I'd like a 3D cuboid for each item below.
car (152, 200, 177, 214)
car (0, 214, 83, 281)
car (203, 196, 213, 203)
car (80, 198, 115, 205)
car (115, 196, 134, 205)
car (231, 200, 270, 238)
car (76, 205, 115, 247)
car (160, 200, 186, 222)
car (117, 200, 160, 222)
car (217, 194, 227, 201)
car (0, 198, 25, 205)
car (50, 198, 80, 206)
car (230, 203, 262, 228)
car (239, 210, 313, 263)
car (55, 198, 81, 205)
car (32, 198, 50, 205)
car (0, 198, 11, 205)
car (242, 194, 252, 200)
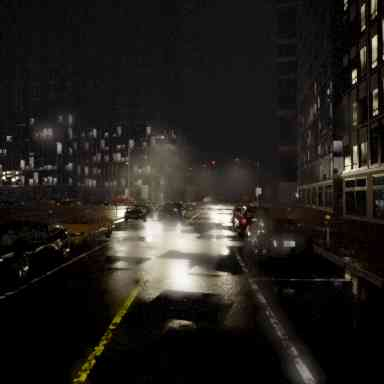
[{"bbox_3d":[-3.000,1.594,37.165,2.008,1.369,4.403,1,0,7],"label":"car"},{"bbox_3d":[-5.121,1.574,9.985,1.947,1.339,4.313,1,0,2],"label":"car"},{"bbox_3d":[3.567,1.674,73.822,1.752,1.417,4.829,1,0,14],"label":"car"},{"bbox_3d":[-15.257,1.674,53.864,4.313,1.339,1.947,0,-1,15],"label":"car"},{"bbox_3d":[-13.181,1.574,61.468,5.009,1.841,2.192,0,-1,15],"label":"car"},{"bbox_3d":[3.267,1.448,17.598,1.967,1.590,4.097,1,0,4],"label":"car"},{"bbox_3d":[-4.892,1.540,15.308,1.752,1.417,4.829,1,0,3],"label":"car"},{"bbox_3d":[-1.536,1.530,26.772,1.837,1.490,4.892,0,0,5],"label":"car"},{"bbox_3d":[-4.126,1.578,26.408,2.008,1.369,4.403,1,0,5],"label":"car"},{"bbox_3d":[8.124,1.529,89.912,2.192,1.841,5.009,1,0,16],"label":"car"},{"bbox_3d":[-31.436,1.766,58.300,4.403,1.369,2.008,0,-1,15],"label":"car"},{"bbox_3d":[-20.650,1.695,55.342,4.403,1.369,2.008,0,-1,15],"label":"car"},{"bbox_3d":[3.655,1.556,23.227,1.887,1.381,4.507,1,0,5],"label":"car"},{"bbox_3d":[2.976,1.570,11.918,1.947,1.339,4.313,1,0,2],"label":"car"},{"bbox_3d":[-23.971,1.882,64.423,4.403,1.369,2.008,0,-1,15],"label":"car"},{"bbox_3d":[-29.530,1.893,65.947,4.829,1.417,1.752,0,-1,15],"label":"car"},{"bbox_3d":[-40.157,1.989,68.861,4.403,1.369,2.008,0,-1,15],"label":"car"},{"bbox_3d":[12.567,1.439,76.065,2.192,1.841,5.009,1,0,15],"label":"car"}]
